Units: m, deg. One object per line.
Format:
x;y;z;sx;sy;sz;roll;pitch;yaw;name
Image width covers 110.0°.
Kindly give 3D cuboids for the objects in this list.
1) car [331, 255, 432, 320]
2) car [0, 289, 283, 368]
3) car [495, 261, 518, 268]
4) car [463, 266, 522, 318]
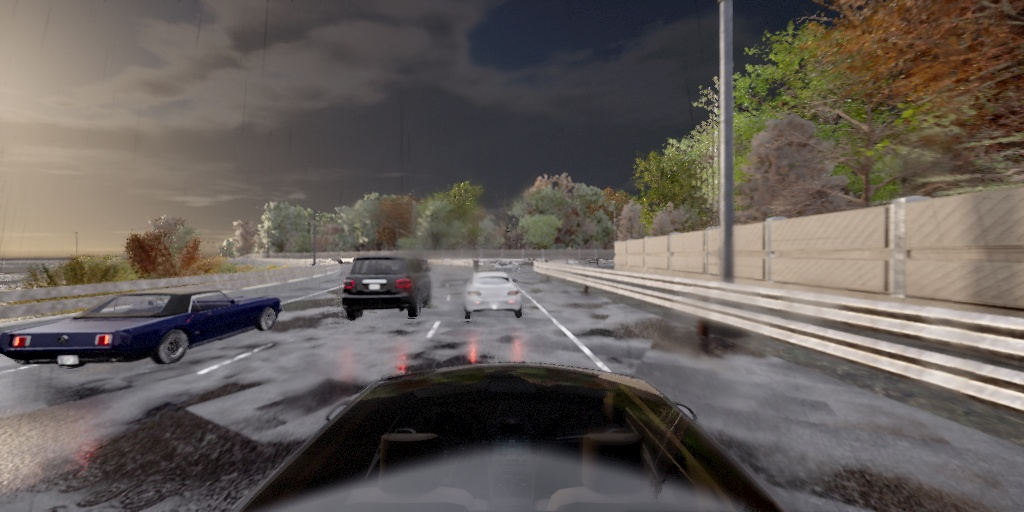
-4.249;0.976;12.964;2.150;2.045;5.566;0;0;-6;car
-7.287;1.380;7.983;1.895;1.301;4.718;0;0;-4;car
-0.553;1.286;44.084;1.895;1.301;4.718;0;0;14;car
-0.752;1.262;12.888;1.812;1.442;4.674;0;0;-6;car
